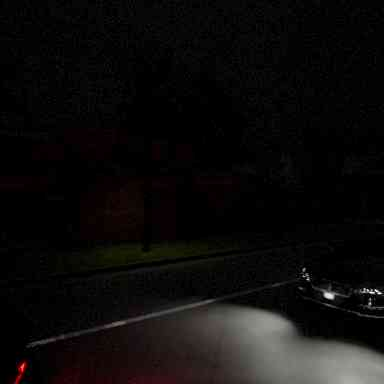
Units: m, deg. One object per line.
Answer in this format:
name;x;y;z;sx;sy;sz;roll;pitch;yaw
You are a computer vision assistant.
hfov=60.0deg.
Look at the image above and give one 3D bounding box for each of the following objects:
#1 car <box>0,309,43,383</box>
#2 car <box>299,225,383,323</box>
car;-3.388;1.506;1.579;4.892;1.490;1.837;0;0;-35
car;4.290;1.501;7.028;4.892;1.490;1.837;0;0;-35
